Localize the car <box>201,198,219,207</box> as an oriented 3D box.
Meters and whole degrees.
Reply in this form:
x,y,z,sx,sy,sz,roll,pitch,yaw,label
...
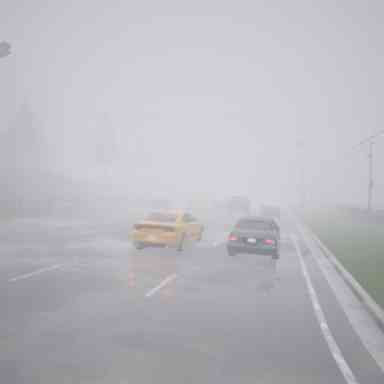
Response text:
x,y,z,sx,sy,sz,roll,pitch,yaw,label
3.256,1.838,57.594,2.033,1.411,5.357,2,0,15,car

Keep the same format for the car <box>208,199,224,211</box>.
x,y,z,sx,sy,sz,roll,pitch,yaw,label
3.992,1.783,46.627,1.837,1.490,4.892,2,0,15,car

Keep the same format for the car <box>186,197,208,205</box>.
x,y,z,sx,sy,sz,roll,pitch,yaw,label
0.610,1.652,47.517,1.882,1.535,5.008,2,0,15,car

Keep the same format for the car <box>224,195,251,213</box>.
x,y,z,sx,sy,sz,roll,pitch,yaw,label
5.522,1.520,38.259,2.150,2.045,5.566,2,0,15,car

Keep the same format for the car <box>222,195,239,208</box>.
x,y,z,sx,sy,sz,roll,pitch,yaw,label
6.658,1.614,56.734,2.150,2.045,5.566,2,0,15,car

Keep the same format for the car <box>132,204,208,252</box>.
x,y,z,sx,sy,sz,roll,pitch,yaw,label
-0.821,1.498,14.156,1.882,1.535,5.008,2,0,15,car

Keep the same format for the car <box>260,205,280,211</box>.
x,y,z,sx,sy,sz,roll,pitch,yaw,label
7.942,1.961,33.750,1.895,1.301,4.718,2,0,15,car

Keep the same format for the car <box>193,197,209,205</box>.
x,y,z,sx,sy,sz,roll,pitch,yaw,label
1.857,1.751,65.631,1.882,1.535,5.008,2,-1,15,car

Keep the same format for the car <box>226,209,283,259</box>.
x,y,z,sx,sy,sz,roll,pitch,yaw,label
2.588,1.673,13.376,2.033,1.411,5.357,2,0,15,car

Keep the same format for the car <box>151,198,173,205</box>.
x,y,z,sx,sy,sz,roll,pitch,yaw,label
-3.849,1.526,43.926,1.837,1.490,4.892,2,-1,15,car
